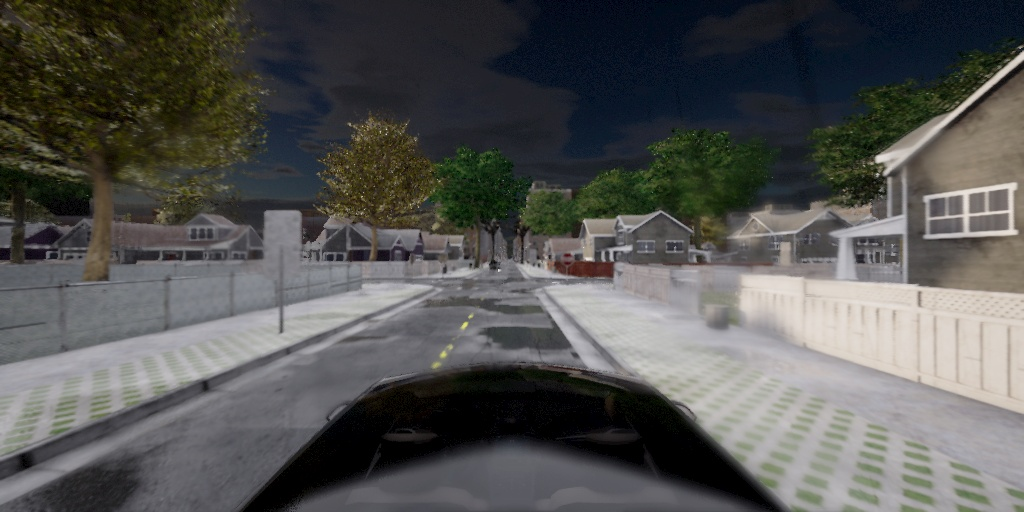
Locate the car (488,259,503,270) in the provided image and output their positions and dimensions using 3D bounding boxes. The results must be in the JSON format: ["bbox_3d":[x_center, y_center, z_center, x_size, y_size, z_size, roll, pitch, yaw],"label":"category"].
[{"bbox_3d":[-2.901,1.635,60.675,1.837,1.490,4.892,0,2,0],"label":"car"}]
